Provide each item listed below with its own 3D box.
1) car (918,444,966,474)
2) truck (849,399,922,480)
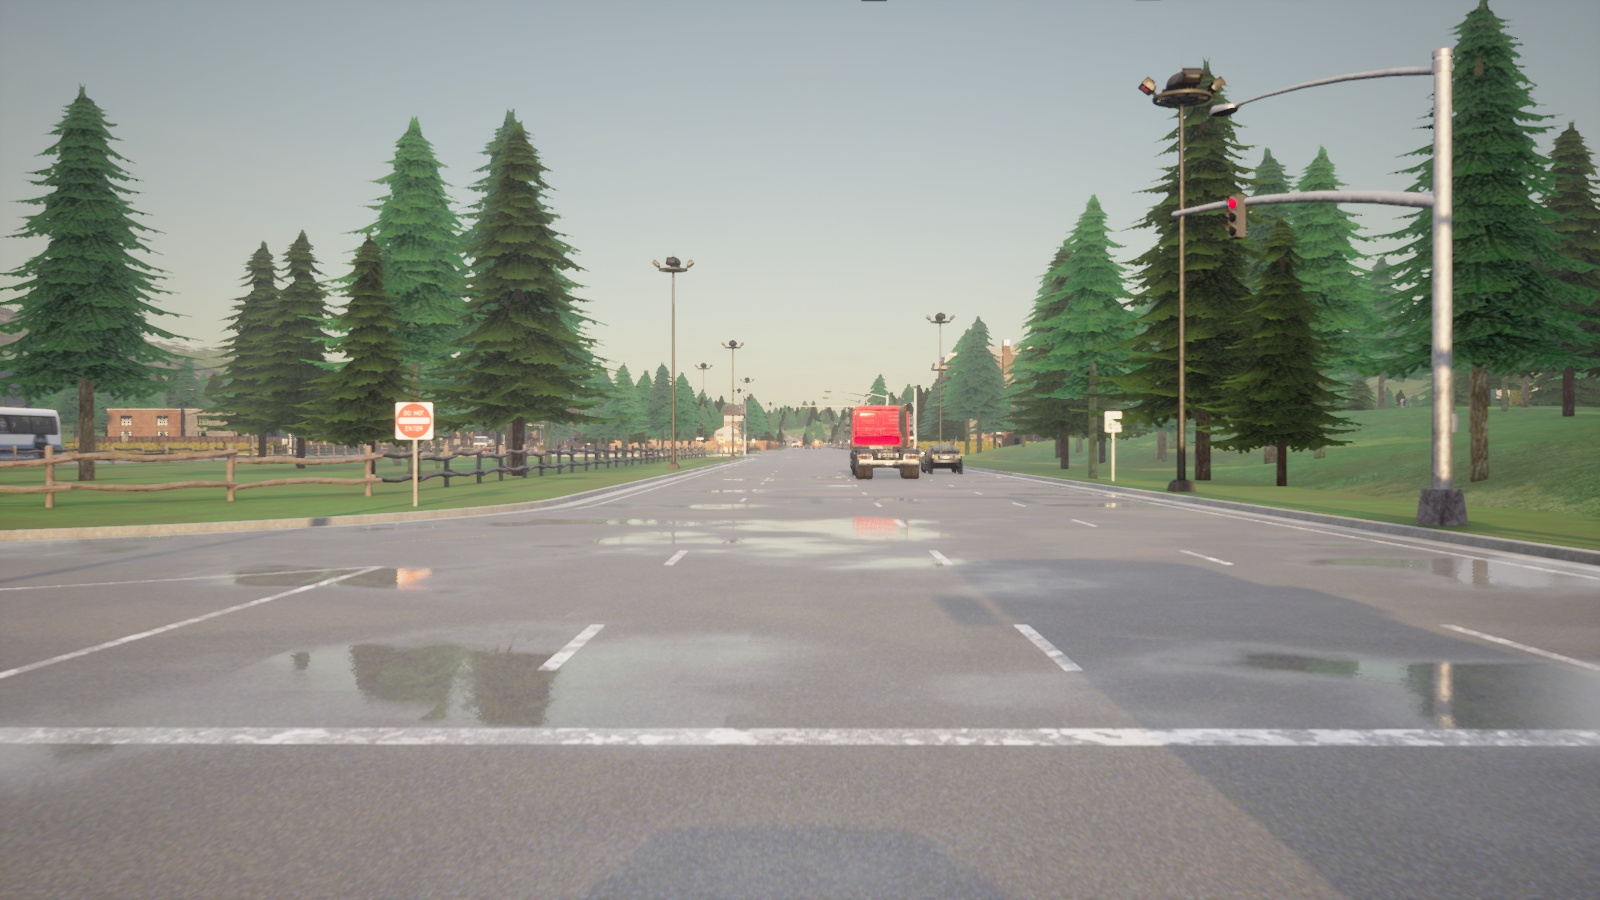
[{"bbox_3d":[7.388,0.434,65.551,2.007,1.525,4.514,0,0,0],"label":"car"},{"bbox_3d":[3.846,-0.467,58.016,2.891,3.462,7.936,0,0,0],"label":"truck"}]
